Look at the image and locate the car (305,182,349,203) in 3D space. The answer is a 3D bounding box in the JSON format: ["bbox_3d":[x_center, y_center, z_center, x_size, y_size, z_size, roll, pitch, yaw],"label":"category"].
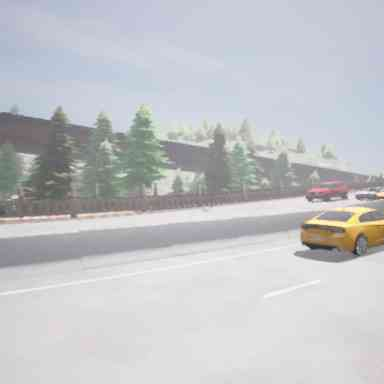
[{"bbox_3d":[14.651,-0.037,35.939,5.566,2.045,2.150,-4,2,-35],"label":"car"}]

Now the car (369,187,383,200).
[{"bbox_3d":[18.517,0.233,30.096,5.008,1.535,1.882,-4,2,-35],"label":"car"}]

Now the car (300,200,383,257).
[{"bbox_3d":[6.137,1.303,12.426,5.008,1.535,1.882,-3,2,-35],"label":"car"}]

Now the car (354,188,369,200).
[{"bbox_3d":[18.965,0.190,34.712,4.718,1.301,1.895,-4,2,-35],"label":"car"}]
